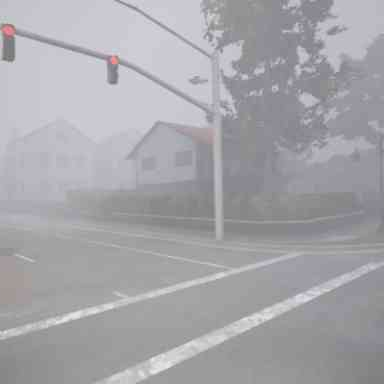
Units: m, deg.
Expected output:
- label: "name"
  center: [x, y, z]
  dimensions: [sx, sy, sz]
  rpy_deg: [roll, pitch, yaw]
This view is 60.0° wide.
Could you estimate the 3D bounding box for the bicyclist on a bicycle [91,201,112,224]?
- label: "bicyclist on a bicycle"
  center: [-6.331, 1.439, 23.366]
  dimensions: [1.656, 1.620, 0.582]
  rpy_deg: [-2, 0, -44]
